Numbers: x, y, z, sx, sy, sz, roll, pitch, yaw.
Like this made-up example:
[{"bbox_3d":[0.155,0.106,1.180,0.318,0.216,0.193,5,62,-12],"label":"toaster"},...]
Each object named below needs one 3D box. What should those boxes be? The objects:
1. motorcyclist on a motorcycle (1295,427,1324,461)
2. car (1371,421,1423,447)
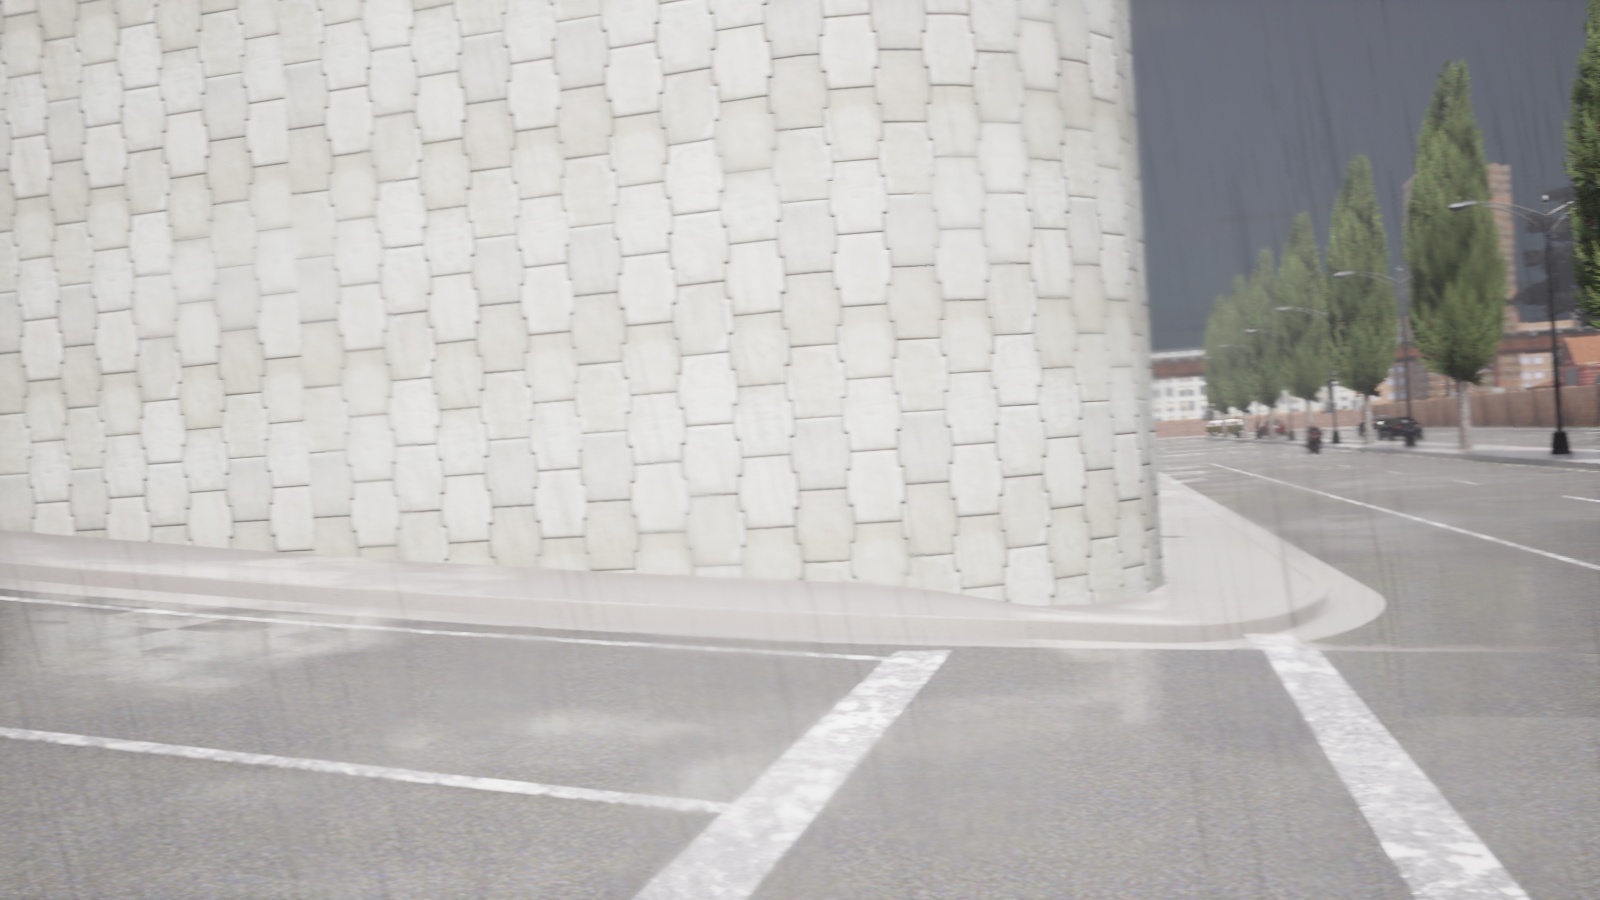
[{"bbox_3d":[24.368,-0.308,60.039,0.866,1.530,2.191,-3,0,13],"label":"motorcyclist on a motorcycle"},{"bbox_3d":[36.250,-0.991,76.391,1.812,1.442,4.674,-3,0,13],"label":"car"}]
